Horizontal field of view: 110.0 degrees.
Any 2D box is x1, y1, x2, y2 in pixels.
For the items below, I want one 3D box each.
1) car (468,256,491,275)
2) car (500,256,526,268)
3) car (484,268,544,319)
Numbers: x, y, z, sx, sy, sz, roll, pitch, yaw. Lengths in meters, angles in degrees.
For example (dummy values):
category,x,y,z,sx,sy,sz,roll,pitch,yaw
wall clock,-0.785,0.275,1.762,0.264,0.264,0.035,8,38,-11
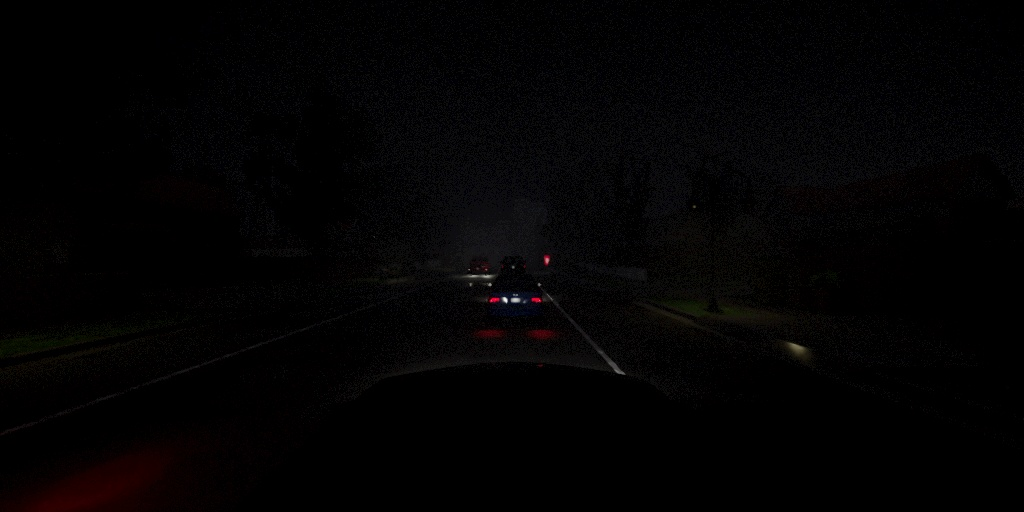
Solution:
category,x,y,z,sx,sy,sz,roll,pitch,yaw
car,-3.590,0.979,40.345,2.150,2.045,5.566,0,0,0
car,0.105,1.000,32.051,2.150,2.045,5.566,0,0,0
car,0.102,1.331,12.885,2.033,1.411,5.357,0,0,0
